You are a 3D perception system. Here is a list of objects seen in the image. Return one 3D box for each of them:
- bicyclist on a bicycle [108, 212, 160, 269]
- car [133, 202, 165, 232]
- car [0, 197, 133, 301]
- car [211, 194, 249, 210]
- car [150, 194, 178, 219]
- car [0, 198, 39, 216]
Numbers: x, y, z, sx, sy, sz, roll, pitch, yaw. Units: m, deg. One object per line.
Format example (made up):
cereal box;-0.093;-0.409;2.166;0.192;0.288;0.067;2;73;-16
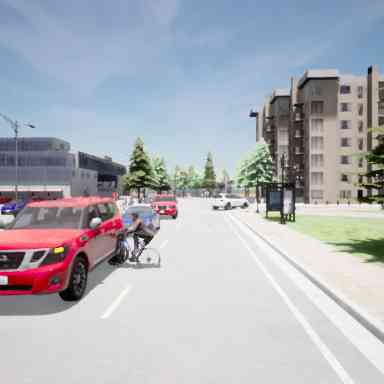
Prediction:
bicyclist on a bicycle;-1.653;1.436;9.792;1.656;1.620;0.582;10;-5;3
car;-2.870;1.526;18.542;1.812;1.442;4.674;0;0;2
car;-3.320;1.201;8.703;2.150;2.045;5.566;-1;1;2
car;4.833;1.218;42.064;5.566;2.045;2.150;0;0;-43
car;-2.375;1.221;29.264;2.150;2.045;5.566;0;0;0
car;-16.210;1.374;31.303;1.845;1.501;3.633;0;0;3
